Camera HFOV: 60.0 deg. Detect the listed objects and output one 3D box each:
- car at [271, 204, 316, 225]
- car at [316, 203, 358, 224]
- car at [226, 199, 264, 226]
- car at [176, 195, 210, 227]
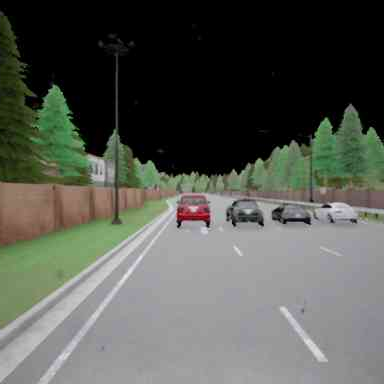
[{"bbox_3d":[7.093,1.551,24.243,1.994,1.385,4.181,0,0,0],"label":"car"},{"bbox_3d":[10.578,1.512,24.723,1.812,1.442,4.674,0,0,0],"label":"car"},{"bbox_3d":[3.592,1.339,23.384,2.097,1.767,4.553,0,0,0],"label":"car"},{"bbox_3d":[0.093,1.209,22.937,2.150,2.045,5.566,0,0,0],"label":"car"}]
